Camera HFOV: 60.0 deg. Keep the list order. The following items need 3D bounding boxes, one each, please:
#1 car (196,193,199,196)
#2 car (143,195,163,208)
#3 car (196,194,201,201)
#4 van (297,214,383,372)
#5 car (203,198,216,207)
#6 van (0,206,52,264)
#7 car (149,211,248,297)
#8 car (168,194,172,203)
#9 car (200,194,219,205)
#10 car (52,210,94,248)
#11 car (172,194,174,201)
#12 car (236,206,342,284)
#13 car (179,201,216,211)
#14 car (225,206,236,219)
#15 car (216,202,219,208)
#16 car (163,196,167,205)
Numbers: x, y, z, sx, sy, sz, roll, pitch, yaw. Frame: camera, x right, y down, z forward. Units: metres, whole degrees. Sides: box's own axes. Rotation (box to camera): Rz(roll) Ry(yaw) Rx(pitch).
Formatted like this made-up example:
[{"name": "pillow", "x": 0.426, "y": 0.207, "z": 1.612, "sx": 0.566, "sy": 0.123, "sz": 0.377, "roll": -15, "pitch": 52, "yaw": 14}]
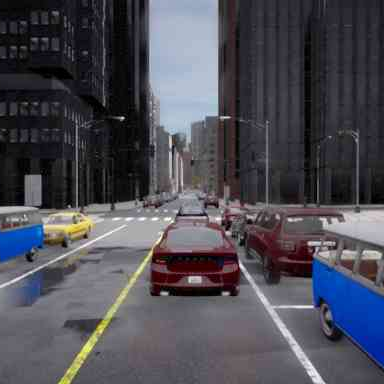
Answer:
[{"name": "car", "x": 2.730, "y": 1.670, "z": 92.704, "sx": 1.947, "sy": 1.339, "sz": 4.313, "roll": 0, "pitch": 0, "yaw": 0}, {"name": "car", "x": -5.781, "y": 1.334, "z": 47.560, "sx": 2.192, "sy": 1.841, "sz": 5.009, "roll": 0, "pitch": 0, "yaw": 0}, {"name": "car", "x": 2.732, "y": 1.635, "z": 87.059, "sx": 1.887, "sy": 1.381, "sz": 4.507, "roll": 0, "pitch": 0, "yaw": 0}, {"name": "van", "x": 2.762, "y": 1.341, "z": 3.935, "sx": 1.690, "sy": 1.788, "sz": 3.998, "roll": 0, "pitch": 0, "yaw": 0}, {"name": "car", "x": 2.743, "y": 1.591, "z": 53.197, "sx": 1.947, "sy": 1.339, "sz": 4.313, "roll": 0, "pitch": 0, "yaw": 0}, {"name": "van", "x": -5.771, "y": 1.341, "z": 9.471, "sx": 1.690, "sy": 1.788, "sz": 3.998, "roll": 0, "pitch": 0, "yaw": 0}, {"name": "car", "x": 0.065, "y": 1.477, "z": 8.651, "sx": 1.882, "sy": 1.535, "sz": 5.008, "roll": 0, "pitch": 0, "yaw": 0}, {"name": "car", "x": -5.788, "y": 1.616, "z": 70.133, "sx": 1.947, "sy": 1.339, "sz": 4.313, "roll": 0, "pitch": 0, "yaw": 0}, {"name": "car", "x": 2.744, "y": 1.334, "z": 47.553, "sx": 2.192, "sy": 1.841, "sz": 5.009, "roll": 0, "pitch": 0, "yaw": 0}, {"name": "car", "x": -5.771, "y": 1.526, "z": 14.825, "sx": 1.752, "sy": 1.417, "sz": 4.829, "roll": 0, "pitch": 0, "yaw": 0}, {"name": "car", "x": -5.790, "y": 1.587, "z": 75.606, "sx": 1.752, "sy": 1.417, "sz": 4.829, "roll": 0, "pitch": 0, "yaw": 0}, {"name": "car", "x": 2.759, "y": 1.315, "z": 9.461, "sx": 2.192, "sy": 1.841, "sz": 5.009, "roll": 0, "pitch": 0, "yaw": 0}, {"name": "car", "x": -0.003, "y": 1.493, "z": 19.060, "sx": 2.128, "sy": 1.511, "sz": 4.902, "roll": 0, "pitch": 0, "yaw": 0}, {"name": "car", "x": 2.757, "y": 1.551, "z": 14.987, "sx": 2.008, "sy": 1.369, "sz": 4.403, "roll": 0, "pitch": 0, "yaw": 0}, {"name": "car", "x": 2.754, "y": 1.547, "z": 20.512, "sx": 1.887, "sy": 1.381, "sz": 4.507, "roll": 0, "pitch": 0, "yaw": 0}, {"name": "car", "x": -5.783, "y": 1.340, "z": 53.203, "sx": 2.192, "sy": 1.841, "sz": 5.009, "roll": 0, "pitch": 0, "yaw": 0}]
